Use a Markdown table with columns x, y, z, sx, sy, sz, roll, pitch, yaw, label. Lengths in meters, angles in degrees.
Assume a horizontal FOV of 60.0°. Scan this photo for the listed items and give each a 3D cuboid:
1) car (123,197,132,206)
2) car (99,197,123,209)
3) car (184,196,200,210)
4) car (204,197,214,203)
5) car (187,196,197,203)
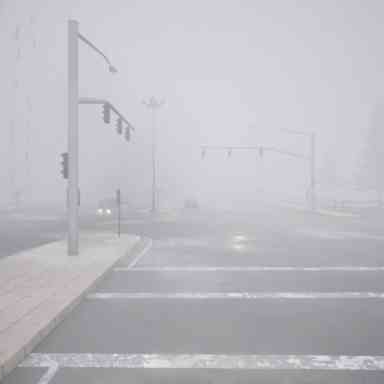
| x | y | z | sx | sy | sz | roll | pitch | yaw | label |
| --- | --- | --- | --- | --- | --- | --- | --- | --- | --- |
| -11.619 | 1.547 | 57.000 | 2.033 | 1.411 | 5.357 | 0 | 0 | 1 | car |
| -11.642 | 1.491 | 46.709 | 2.128 | 1.511 | 4.902 | 0 | 0 | 0 | car |
| -0.045 | 1.526 | 43.457 | 1.812 | 1.442 | 4.674 | 0 | 0 | 0 | car |
| 3.428 | 1.601 | 68.927 | 1.895 | 1.301 | 4.718 | 0 | 0 | 0 | car |
| -0.072 | 1.564 | 68.892 | 1.994 | 1.385 | 4.181 | 0 | 0 | 0 | car |
